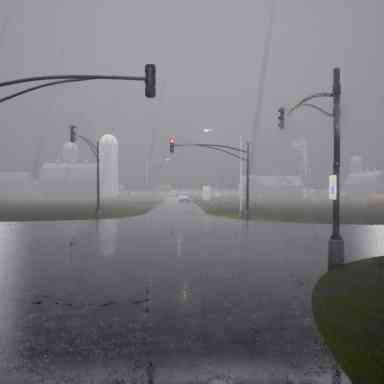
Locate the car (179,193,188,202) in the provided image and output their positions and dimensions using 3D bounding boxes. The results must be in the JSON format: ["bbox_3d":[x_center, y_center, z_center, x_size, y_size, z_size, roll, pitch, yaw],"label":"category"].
[{"bbox_3d":[-2.081,1.194,79.902,2.150,2.045,5.566,0,0,-4],"label":"car"}]

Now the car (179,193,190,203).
[{"bbox_3d":[-1.498,1.557,69.868,1.812,1.442,4.674,0,0,-3],"label":"car"}]
